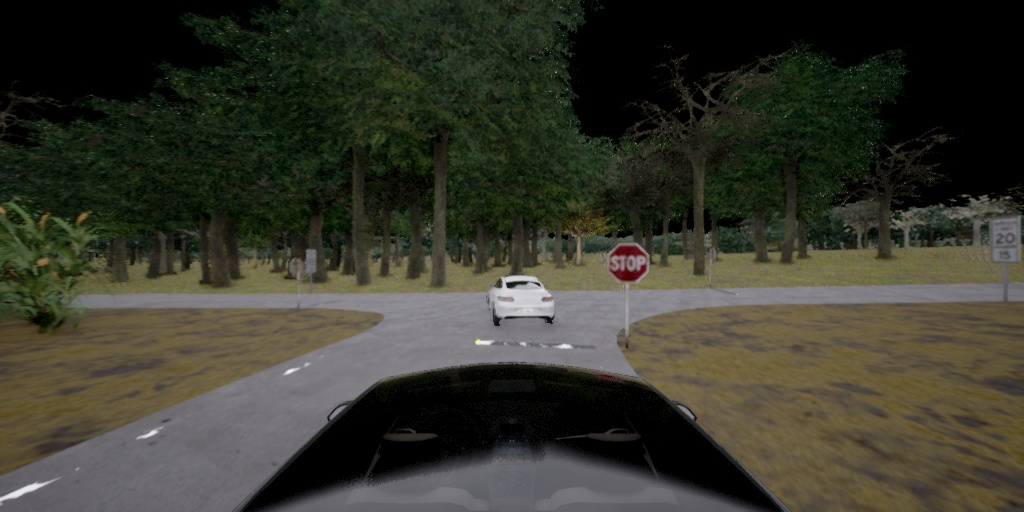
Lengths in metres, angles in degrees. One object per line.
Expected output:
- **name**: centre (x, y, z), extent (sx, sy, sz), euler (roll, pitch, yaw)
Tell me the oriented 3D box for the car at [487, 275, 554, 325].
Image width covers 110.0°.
- **car**: centre (0.183, 1.364, 12.187), extent (1.812, 1.442, 4.674), euler (1, 0, -7)
